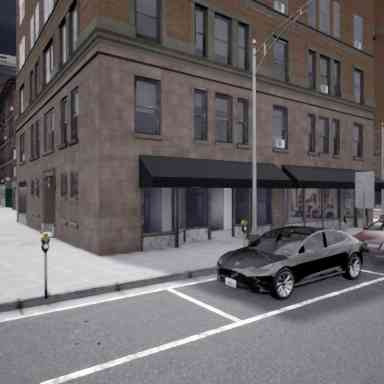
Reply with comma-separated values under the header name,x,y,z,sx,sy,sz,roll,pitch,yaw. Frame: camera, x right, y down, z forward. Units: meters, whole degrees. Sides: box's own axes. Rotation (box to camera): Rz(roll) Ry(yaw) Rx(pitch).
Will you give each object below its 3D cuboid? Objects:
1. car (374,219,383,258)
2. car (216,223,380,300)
name,x,y,z,sx,sy,sz,roll,pitch,yaw
car,7.082,1.580,11.574,4.206,1.307,1.802,0,0,-35
car,2.601,1.564,8.383,4.313,1.339,1.947,0,0,-35
